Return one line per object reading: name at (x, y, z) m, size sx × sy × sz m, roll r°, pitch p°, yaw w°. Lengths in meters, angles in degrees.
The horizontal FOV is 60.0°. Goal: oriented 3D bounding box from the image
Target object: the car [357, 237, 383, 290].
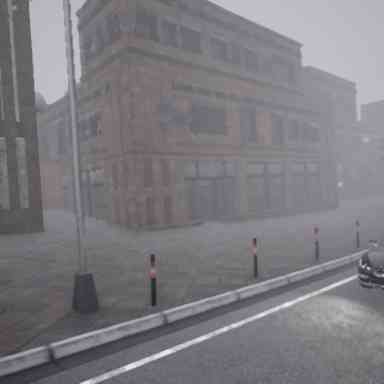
car at (5.991, 1.581, 8.561) m, size 4.892 × 1.490 × 1.837 m, roll 0°, pitch -1°, yaw -41°
